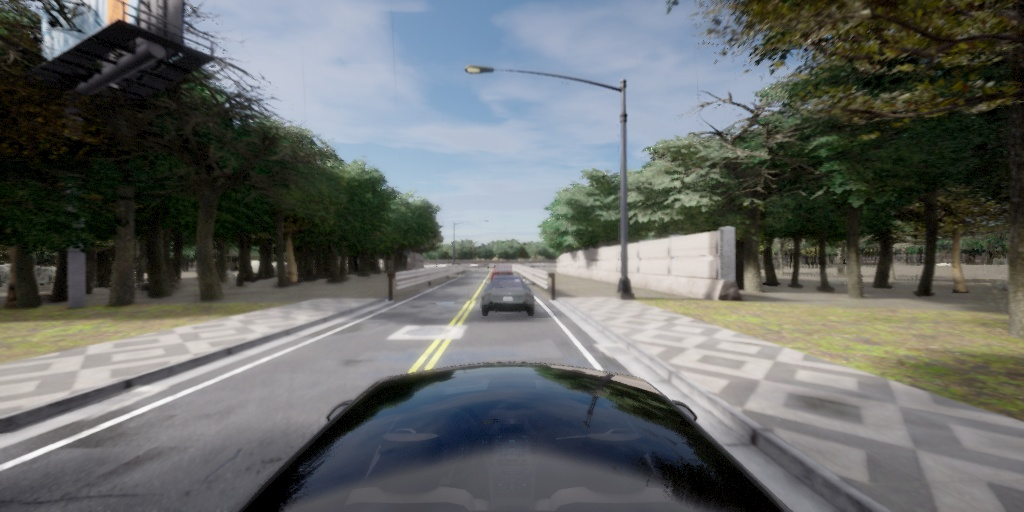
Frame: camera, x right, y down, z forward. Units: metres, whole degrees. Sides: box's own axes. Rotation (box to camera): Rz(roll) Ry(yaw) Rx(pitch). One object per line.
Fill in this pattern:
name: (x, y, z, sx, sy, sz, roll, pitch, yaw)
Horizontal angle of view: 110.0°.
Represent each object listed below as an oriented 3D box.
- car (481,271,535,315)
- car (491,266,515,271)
car: (-0.181, 1.474, 14.434, 1.994, 1.385, 4.181, 0, -1, -1)
car: (-0.753, 1.586, 30.354, 1.882, 1.535, 5.008, 0, 0, -2)
